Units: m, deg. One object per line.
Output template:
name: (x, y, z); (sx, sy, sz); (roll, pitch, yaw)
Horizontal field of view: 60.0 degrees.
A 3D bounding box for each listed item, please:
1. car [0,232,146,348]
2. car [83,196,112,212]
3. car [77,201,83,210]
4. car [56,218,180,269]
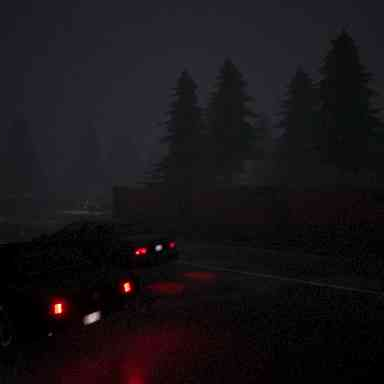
car: (-3.290, 1.600, 6.304); (4.718, 1.301, 1.895); (0, 0, 36)
car: (-9.706, 1.472, 38.745); (1.882, 1.535, 5.008); (0, 0, 36)
car: (-12.043, 1.347, 41.497); (2.097, 1.767, 4.553); (0, 0, 35)
car: (-2.925, 1.546, 10.355); (5.357, 1.411, 2.033); (0, 0, 36)
